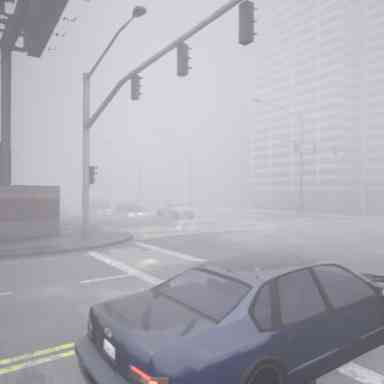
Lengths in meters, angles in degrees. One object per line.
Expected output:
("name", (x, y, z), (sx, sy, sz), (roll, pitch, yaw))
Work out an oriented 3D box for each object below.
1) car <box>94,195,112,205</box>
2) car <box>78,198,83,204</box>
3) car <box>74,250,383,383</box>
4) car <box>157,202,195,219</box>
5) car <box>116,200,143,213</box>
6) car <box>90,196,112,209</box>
("car", (-17.611, 1.508, 65.728), (2.097, 1.767, 4.553), (0, 0, -35))
("car", (-20.226, 1.698, 63.521), (1.994, 1.385, 4.181), (0, 0, -35))
("car", (1.255, 1.571, 4.658), (5.357, 1.411, 2.033), (0, 0, -35))
("car", (-1.598, 1.633, 30.687), (1.812, 1.442, 4.674), (0, 0, -35))
("car", (-7.289, 1.672, 38.762), (1.994, 1.385, 4.181), (0, 0, -35))
("car", (-13.243, 1.657, 47.217), (2.033, 1.411, 5.357), (0, 0, -35))
